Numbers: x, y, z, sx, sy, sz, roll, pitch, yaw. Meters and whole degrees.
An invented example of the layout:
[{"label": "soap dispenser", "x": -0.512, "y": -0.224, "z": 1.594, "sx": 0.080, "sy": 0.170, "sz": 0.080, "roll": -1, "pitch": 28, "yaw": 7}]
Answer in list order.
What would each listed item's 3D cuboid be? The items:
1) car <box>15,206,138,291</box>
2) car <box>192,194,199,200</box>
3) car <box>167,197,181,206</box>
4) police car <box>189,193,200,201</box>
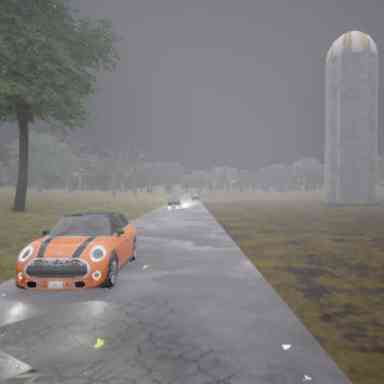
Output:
[{"label": "car", "x": -2.848, "y": 1.341, "z": 9.177, "sx": 2.097, "sy": 1.767, "sz": 4.553, "roll": 0, "pitch": 0, "yaw": 0}, {"label": "car", "x": 0.837, "y": 1.275, "z": 90.633, "sx": 1.801, "sy": 1.575, "sz": 5.366, "roll": 0, "pitch": 0, "yaw": 0}, {"label": "car", "x": -2.808, "y": 1.503, "z": 52.124, "sx": 1.994, "sy": 1.385, "sz": 4.181, "roll": 0, "pitch": 0, "yaw": 0}, {"label": "police car", "x": 0.836, "y": 1.286, "z": 80.553, "sx": 1.930, "sy": 1.638, "sz": 5.238, "roll": 0, "pitch": 0, "yaw": 0}]
